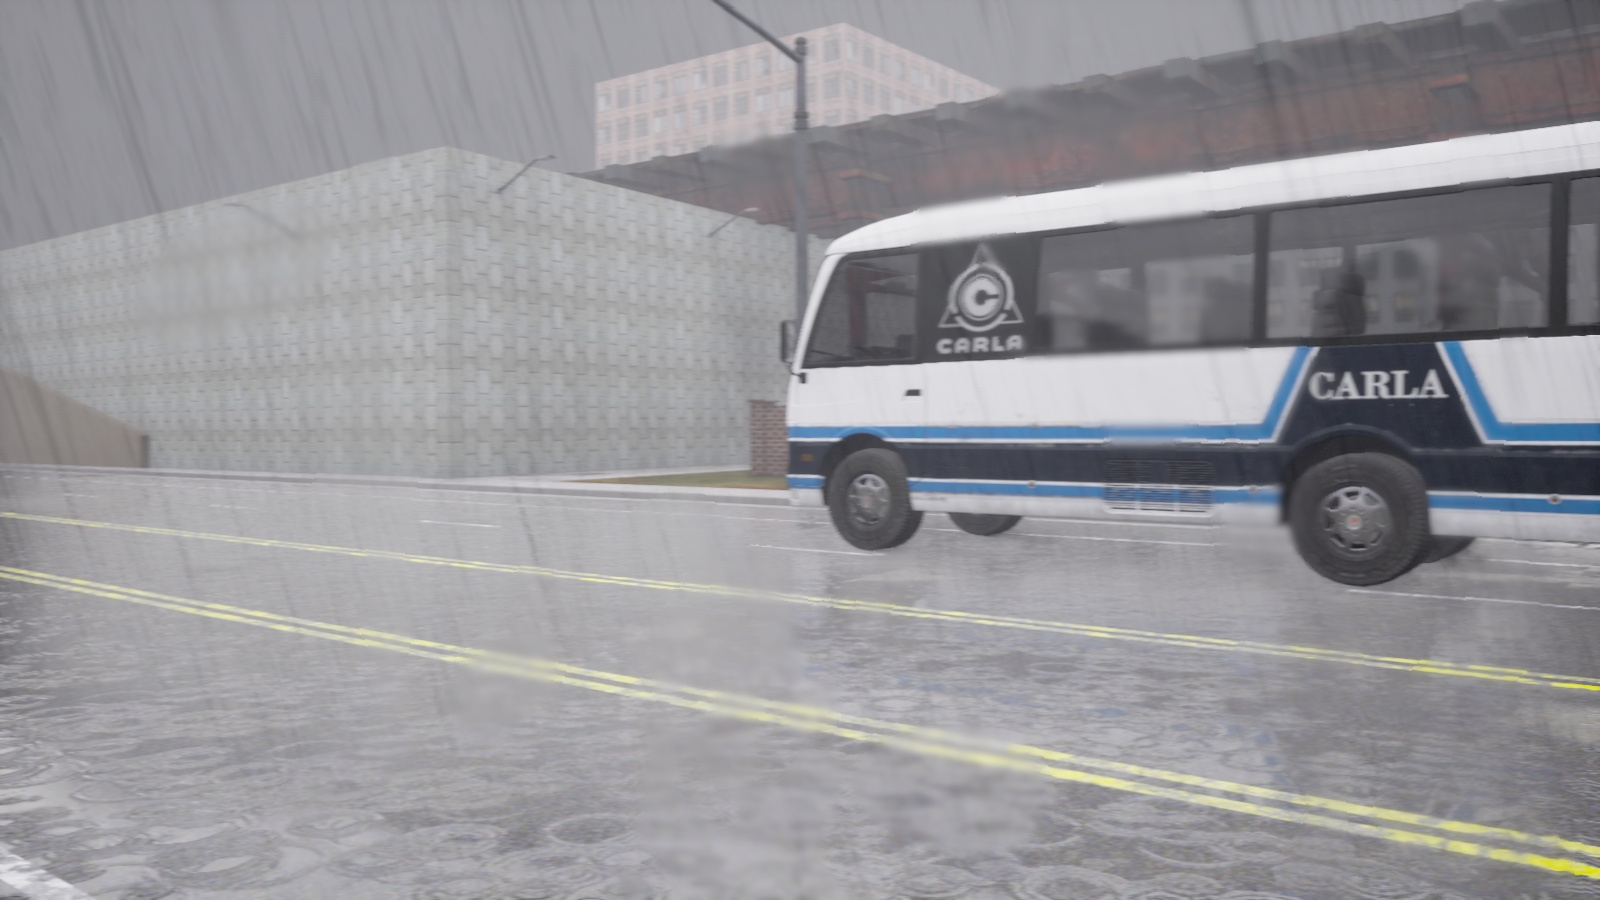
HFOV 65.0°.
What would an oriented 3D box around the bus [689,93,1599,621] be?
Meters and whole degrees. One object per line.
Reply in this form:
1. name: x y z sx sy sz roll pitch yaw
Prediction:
1. bus: 3.804 -0.841 14.708 10.273 4.253 3.944 1 1 38
